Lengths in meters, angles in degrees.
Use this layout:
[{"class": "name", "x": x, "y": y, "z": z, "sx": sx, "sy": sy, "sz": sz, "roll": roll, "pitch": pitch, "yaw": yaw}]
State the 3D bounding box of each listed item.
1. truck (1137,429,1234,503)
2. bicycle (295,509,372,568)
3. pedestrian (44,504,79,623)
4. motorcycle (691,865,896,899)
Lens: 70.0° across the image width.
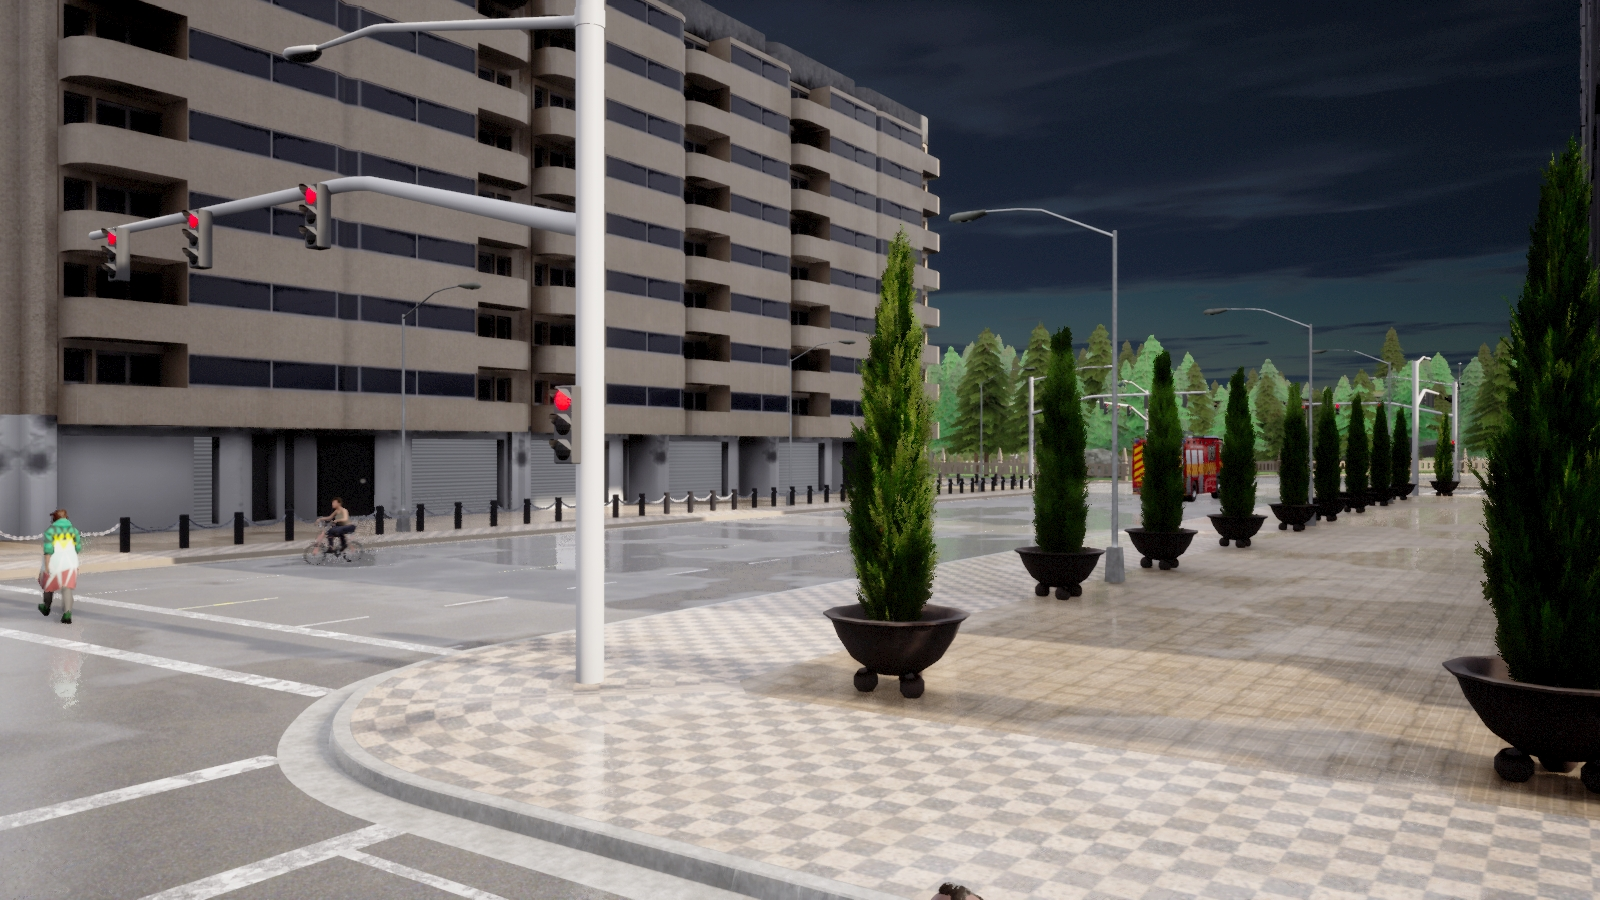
[{"class": "truck", "x": 21.438, "y": 0.835, "z": 63.219, "sx": 2.891, "sy": 3.827, "sz": 8.468, "roll": 0, "pitch": 0, "yaw": 34}, {"class": "bicycle", "x": -11.185, "y": 2.102, "z": 27.434, "sx": 0.859, "sy": 1.276, "sz": 1.487, "roll": 0, "pitch": 0, "yaw": 39}, {"class": "pedestrian", "x": -11.835, "y": 1.804, "z": 18.304, "sx": 0.375, "sy": 1.860, "sz": 0.375, "roll": 0, "pitch": 0, "yaw": 38}, {"class": "motorcycle", "x": 0.516, "y": 2.205, "z": 3.364, "sx": 2.209, "sy": 1.251, "sz": 0.867, "roll": 0, "pitch": 0, "yaw": 34}]
